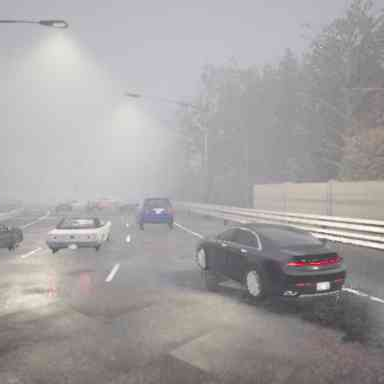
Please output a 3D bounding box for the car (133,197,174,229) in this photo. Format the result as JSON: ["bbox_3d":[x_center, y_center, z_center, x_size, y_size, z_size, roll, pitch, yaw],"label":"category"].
[{"bbox_3d":[-2.653,1.350,22.886,2.150,2.045,5.566,0,0,-13],"label":"car"}]

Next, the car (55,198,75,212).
[{"bbox_3d":[-16.537,1.767,42.841,1.812,1.442,4.674,0,0,-23],"label":"car"}]

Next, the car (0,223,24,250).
[{"bbox_3d":[-7.782,1.615,11.683,2.033,1.411,5.357,0,0,-7],"label":"car"}]

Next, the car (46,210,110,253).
[{"bbox_3d":[-4.612,1.681,14.203,1.895,1.301,4.718,0,0,-8],"label":"car"}]

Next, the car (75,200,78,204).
[{"bbox_3d":[-26.537,1.999,71.746,1.895,1.301,4.718,0,0,-42],"label":"car"}]

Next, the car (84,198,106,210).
[{"bbox_3d":[-12.804,1.842,43.045,1.895,1.301,4.718,0,0,-23],"label":"car"}]

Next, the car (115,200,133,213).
[{"bbox_3d":[-8.151,1.752,40.610,1.812,1.442,4.674,0,0,-21],"label":"car"}]

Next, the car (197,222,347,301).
[{"bbox_3d":[1.661,1.552,8.614,1.837,1.490,4.892,0,0,-20],"label":"car"}]

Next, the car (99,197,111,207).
[{"bbox_3d":[-15.118,1.666,55.832,2.097,1.767,4.553,0,0,-27],"label":"car"}]
